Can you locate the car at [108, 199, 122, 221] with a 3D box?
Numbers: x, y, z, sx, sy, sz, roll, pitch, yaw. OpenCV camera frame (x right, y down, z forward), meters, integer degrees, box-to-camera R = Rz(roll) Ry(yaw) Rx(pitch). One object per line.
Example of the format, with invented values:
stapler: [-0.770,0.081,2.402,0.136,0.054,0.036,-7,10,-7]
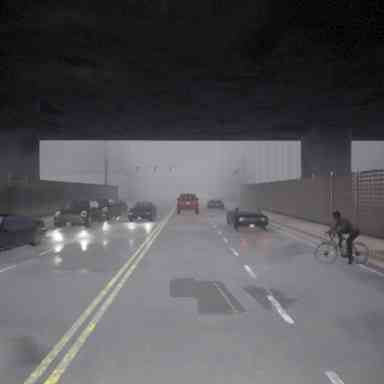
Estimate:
car: [-7.367,1.320,27.006,2.097,1.767,4.553,0,0,-1]

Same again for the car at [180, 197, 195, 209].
car: [-0.623,1.425,44.985,1.882,1.535,5.008,0,0,-1]

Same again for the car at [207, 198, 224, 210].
car: [2.996,1.513,42.675,1.994,1.385,4.181,0,0,-1]

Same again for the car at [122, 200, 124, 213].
car: [-7.507,1.454,32.464,2.128,1.511,4.902,0,0,-1]

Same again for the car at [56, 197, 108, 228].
car: [-7.387,1.326,22.071,2.097,1.767,4.553,0,0,-1]

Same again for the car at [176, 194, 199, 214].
car: [-0.422,1.181,34.276,2.150,2.045,5.566,0,0,-1]

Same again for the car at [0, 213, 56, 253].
car: [-7.259,1.533,12.356,2.033,1.411,5.357,0,0,-1]

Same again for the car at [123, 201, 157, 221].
car: [-3.866,1.516,26.847,2.033,1.411,5.357,0,0,-1]

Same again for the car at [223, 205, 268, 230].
car: [3.320,1.576,20.821,1.895,1.301,4.718,0,0,-1]

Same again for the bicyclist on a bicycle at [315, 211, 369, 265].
bicyclist on a bicycle: [4.572,1.414,10.146,1.656,1.620,0.582,0,0,-1]
